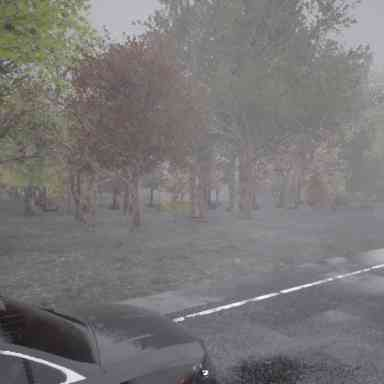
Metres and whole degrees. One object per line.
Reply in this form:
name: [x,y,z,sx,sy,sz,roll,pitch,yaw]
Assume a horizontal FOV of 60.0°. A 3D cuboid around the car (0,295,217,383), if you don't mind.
car: [-2.025,1.504,2.302,4.892,1.490,1.837,0,0,-35]
